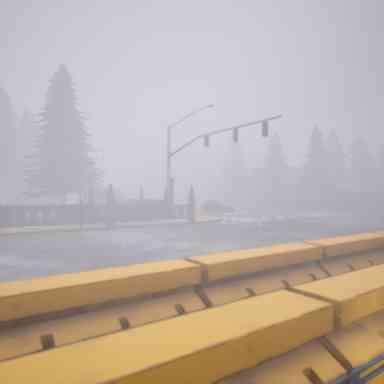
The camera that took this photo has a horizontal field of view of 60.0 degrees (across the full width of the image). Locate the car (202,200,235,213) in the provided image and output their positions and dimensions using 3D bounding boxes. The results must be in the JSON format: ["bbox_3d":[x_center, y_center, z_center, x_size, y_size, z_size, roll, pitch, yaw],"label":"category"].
[{"bbox_3d":[2.988,1.637,39.352,1.812,1.442,4.674,0,0,-36],"label":"car"}]
